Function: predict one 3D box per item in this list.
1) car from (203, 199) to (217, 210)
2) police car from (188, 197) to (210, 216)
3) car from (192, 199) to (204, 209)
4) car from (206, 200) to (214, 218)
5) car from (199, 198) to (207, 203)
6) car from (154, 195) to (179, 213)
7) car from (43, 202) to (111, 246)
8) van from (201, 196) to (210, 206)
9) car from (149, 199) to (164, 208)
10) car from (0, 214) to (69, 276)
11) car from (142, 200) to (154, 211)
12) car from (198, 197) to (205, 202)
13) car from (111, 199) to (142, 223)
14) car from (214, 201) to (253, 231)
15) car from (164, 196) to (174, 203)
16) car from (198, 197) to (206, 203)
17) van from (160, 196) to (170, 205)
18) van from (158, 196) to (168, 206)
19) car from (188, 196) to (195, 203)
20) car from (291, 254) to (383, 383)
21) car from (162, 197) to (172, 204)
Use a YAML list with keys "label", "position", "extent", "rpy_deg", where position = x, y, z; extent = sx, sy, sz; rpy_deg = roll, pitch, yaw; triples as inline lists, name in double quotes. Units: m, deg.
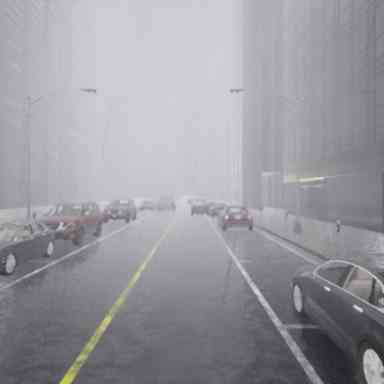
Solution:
- label: "car"
  position: [2.699, 1.854, 49.935]
  extent: [1.887, 1.381, 4.507]
  rpy_deg: [0, 0, 0]
- label: "police car"
  position: [0.800, 1.645, 35.497]
  extent: [1.930, 1.638, 5.238]
  rpy_deg: [0, 0, -1]
- label: "car"
  position: [0.838, 1.845, 51.395]
  extent: [1.812, 1.442, 4.674]
  rpy_deg: [0, 0, 0]
- label: "car"
  position: [2.720, 1.770, 33.013]
  extent: [1.947, 1.339, 4.313]
  rpy_deg: [0, 0, 0]
- label: "car"
  position: [2.658, 2.102, 83.778]
  extent: [1.802, 1.307, 4.206]
  rpy_deg: [0, 0, 0]
- label: "car"
  position: [-3.144, 1.479, 42.049]
  extent: [2.150, 2.045, 5.566]
  rpy_deg: [0, 0, 0]
- label: "car"
  position: [-5.786, 1.413, 16.077]
  extent: [2.192, 1.841, 5.009]
  rpy_deg: [0, 0, 0]
- label: "van"
  position: [2.678, 1.756, 66.858]
  extent: [1.690, 1.788, 3.998]
  rpy_deg: [0, 0, 0]
- label: "car"
  position: [-5.833, 1.896, 55.560]
  extent: [2.008, 1.369, 4.403]
  rpy_deg: [0, 0, 0]
- label: "car"
  position: [-5.778, 1.614, 10.435]
  extent: [2.008, 1.369, 4.403]
  rpy_deg: [0, 0, 0]
- label: "car"
  position: [-5.819, 1.841, 44.279]
  extent: [1.947, 1.339, 4.313]
  rpy_deg: [0, 0, 0]
- label: "car"
  position: [2.645, 2.156, 95.059]
  extent: [1.947, 1.339, 4.313]
  rpy_deg: [0, 0, 0]
- label: "car"
  position: [-5.800, 1.484, 27.358]
  extent: [2.192, 1.841, 5.009]
  rpy_deg: [0, 0, 0]
- label: "car"
  position: [2.733, 1.573, 21.732]
  extent: [1.967, 1.590, 4.097]
  rpy_deg: [0, 0, 0]
- label: "car"
  position: [-5.868, 1.836, 83.765]
  extent: [2.192, 1.841, 5.009]
  rpy_deg: [0, 0, 0]
- label: "car"
  position: [2.652, 2.137, 89.418]
  extent: [1.802, 1.307, 4.206]
  rpy_deg: [0, 0, 0]
- label: "van"
  position: [-5.854, 1.792, 72.483]
  extent: [1.690, 1.788, 3.998]
  rpy_deg: [0, 0, 0]
- label: "van"
  position: [-5.847, 1.757, 66.843]
  extent: [1.690, 1.788, 3.998]
  rpy_deg: [0, 0, 0]
- label: "car"
  position: [-0.102, 1.892, 84.560]
  extent: [1.837, 1.490, 4.892]
  rpy_deg: [0, 0, 0]
- label: "car"
  position: [2.754, 1.580, 4.811]
  extent: [2.008, 1.369, 4.403]
  rpy_deg: [0, 0, 0]
- label: "car"
  position: [-5.861, 1.926, 78.123]
  extent: [1.967, 1.590, 4.097]
  rpy_deg: [0, 0, 0]
